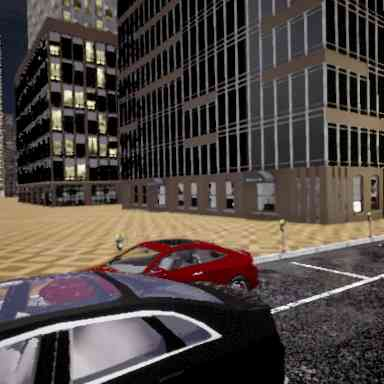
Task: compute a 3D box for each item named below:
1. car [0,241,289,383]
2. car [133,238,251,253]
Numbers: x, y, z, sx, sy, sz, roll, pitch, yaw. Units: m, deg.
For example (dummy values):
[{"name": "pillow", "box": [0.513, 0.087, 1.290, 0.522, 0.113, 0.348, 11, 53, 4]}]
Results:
[{"name": "car", "box": [-1.399, 1.491, 2.381, 4.902, 1.511, 2.128, -1, 0, -36]}, {"name": "car", "box": [-0.563, 1.560, 6.136, 4.206, 1.307, 1.802, -1, -1, -36]}]
